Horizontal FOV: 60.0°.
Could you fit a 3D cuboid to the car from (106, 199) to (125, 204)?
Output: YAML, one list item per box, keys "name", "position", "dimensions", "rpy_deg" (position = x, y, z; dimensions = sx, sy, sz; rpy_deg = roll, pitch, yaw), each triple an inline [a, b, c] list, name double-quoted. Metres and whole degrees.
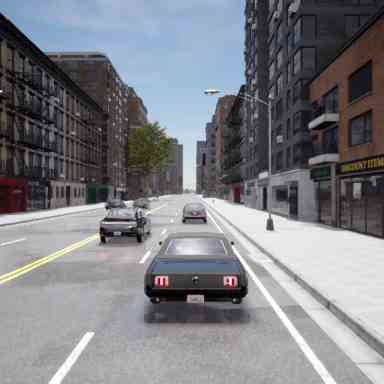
- name: "car"
  position: [-9.747, 1.598, 42.559]
  dimensions: [1.994, 1.385, 4.181]
  rpy_deg: [0, 0, 0]

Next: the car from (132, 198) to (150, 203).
- name: "car"
  position: [-6.496, 1.540, 42.900]
  dimensions: [1.837, 1.490, 4.892]
  rpy_deg: [0, 0, 0]

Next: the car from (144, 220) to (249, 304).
- name: "car"
  position: [0.111, 1.602, 8.101]
  dimensions: [1.895, 1.301, 4.718]
  rpy_deg: [0, 0, 1]

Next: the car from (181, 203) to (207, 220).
- name: "car"
  position: [0.164, 1.560, 25.863]
  dimensions: [2.033, 1.411, 5.357]
  rpy_deg: [0, 0, -1]

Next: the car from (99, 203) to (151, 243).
- name: "car"
  position: [-3.110, 1.497, 16.151]
  dimensions: [2.128, 1.511, 4.902]
  rpy_deg: [0, 0, -1]
